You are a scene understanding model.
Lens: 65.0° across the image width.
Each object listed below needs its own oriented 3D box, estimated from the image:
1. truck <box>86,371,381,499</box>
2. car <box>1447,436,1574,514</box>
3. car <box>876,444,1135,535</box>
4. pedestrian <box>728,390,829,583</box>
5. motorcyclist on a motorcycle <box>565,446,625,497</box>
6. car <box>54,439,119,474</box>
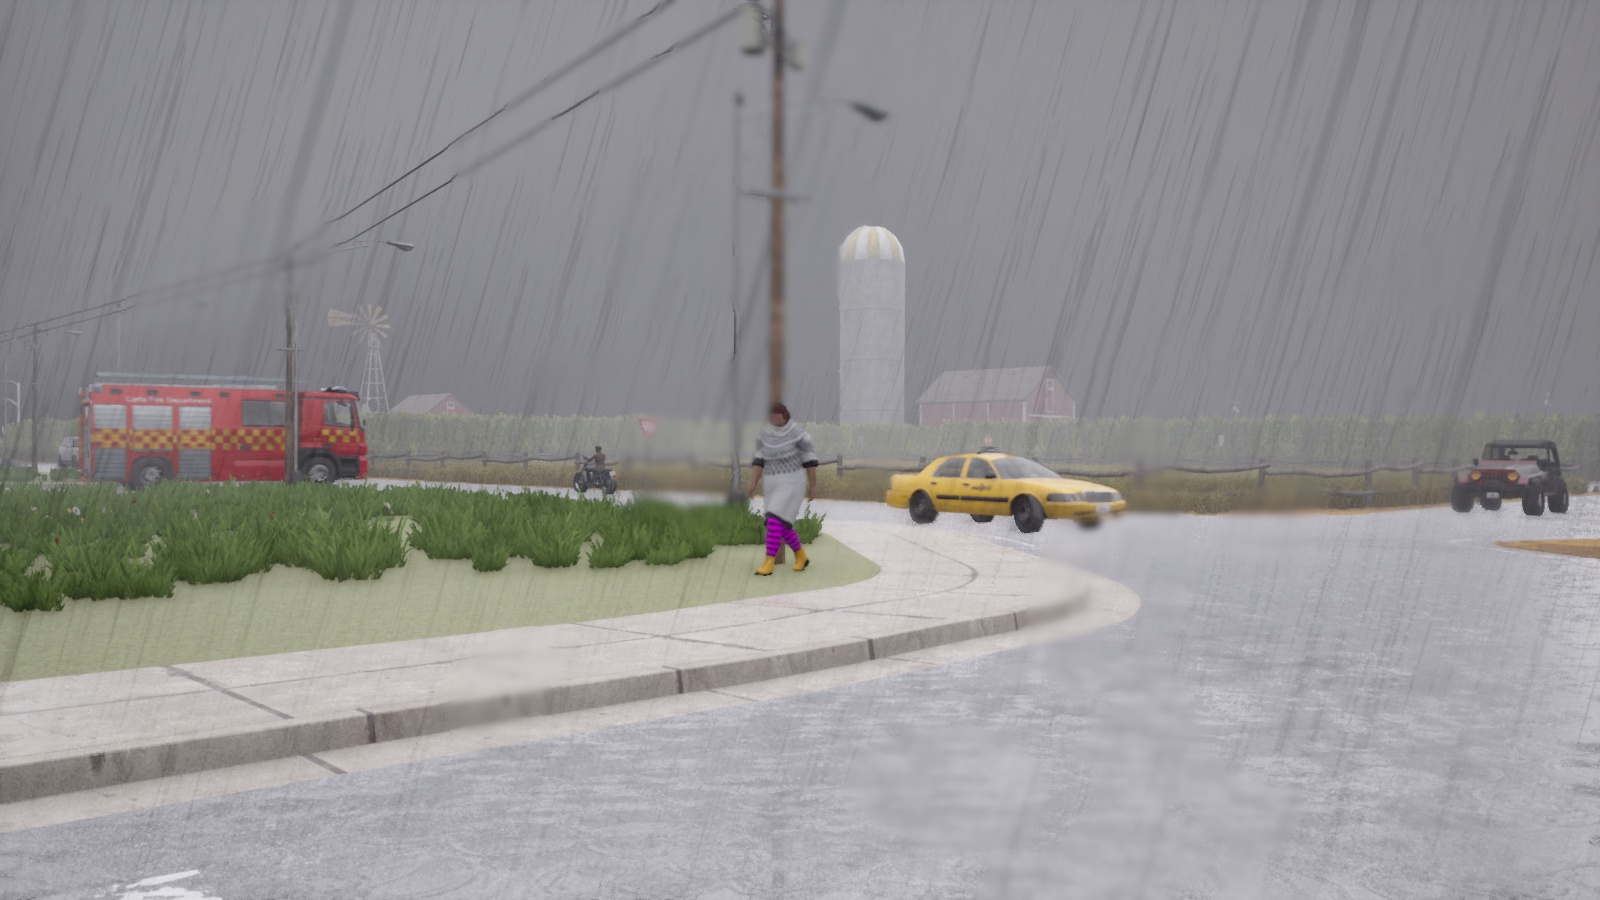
[{"bbox_3d":[-18.555,-0.450,41.463,8.468,3.827,2.891,0,0,-36],"label":"truck"},{"bbox_3d":[18.162,0.598,32.022,1.905,1.878,3.866,0,0,44],"label":"car"},{"bbox_3d":[3.822,0.690,24.469,1.801,1.575,5.366,0,0,-34],"label":"car"},{"bbox_3d":[-0.221,0.366,13.217,0.659,1.952,0.873,0,0,37],"label":"pedestrian"},{"bbox_3d":[-6.831,0.693,41.766,0.766,1.649,2.350,0,0,-43],"label":"motorcyclist on a motorcycle"},{"bbox_3d":[-42.894,0.383,75.433,2.150,2.045,5.566,0,0,-43],"label":"car"}]
